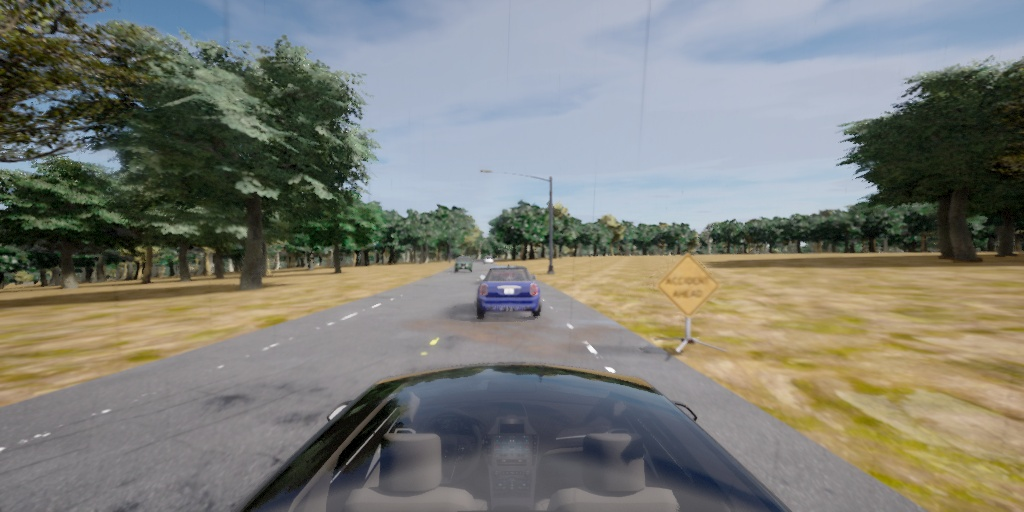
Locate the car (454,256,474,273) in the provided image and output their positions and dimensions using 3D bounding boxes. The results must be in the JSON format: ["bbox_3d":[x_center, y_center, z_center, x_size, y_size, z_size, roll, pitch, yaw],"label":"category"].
[{"bbox_3d":[-6.057,1.048,45.242,2.150,2.045,5.566,0,0,-6],"label":"car"}]

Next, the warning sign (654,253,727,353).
[{"bbox_3d":[3.509,0.863,7.159,1.300,1.860,1.060,0,0,-1],"label":"warning sign"}]

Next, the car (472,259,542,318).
[{"bbox_3d":[-0.146,1.107,13.248,2.097,1.767,4.553,0,0,-2],"label":"car"}]
